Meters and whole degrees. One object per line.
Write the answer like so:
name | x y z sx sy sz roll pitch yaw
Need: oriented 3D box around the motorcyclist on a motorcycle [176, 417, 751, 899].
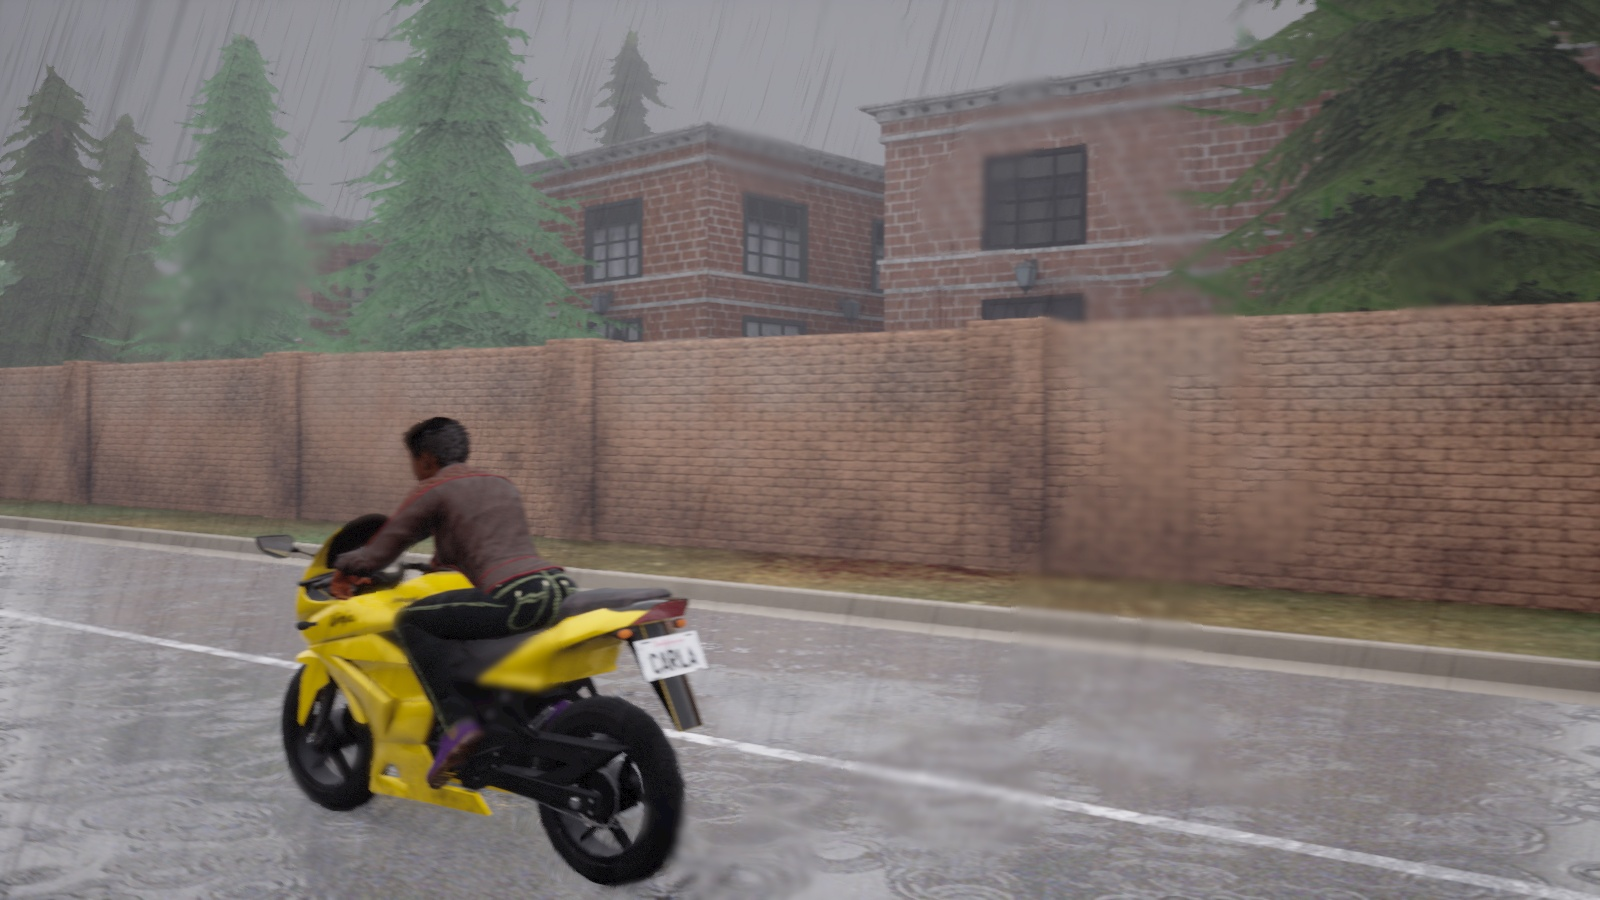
motorcyclist on a motorcycle | -1.244 0.664 4.449 2.044 1.523 0.797 0 1 34
